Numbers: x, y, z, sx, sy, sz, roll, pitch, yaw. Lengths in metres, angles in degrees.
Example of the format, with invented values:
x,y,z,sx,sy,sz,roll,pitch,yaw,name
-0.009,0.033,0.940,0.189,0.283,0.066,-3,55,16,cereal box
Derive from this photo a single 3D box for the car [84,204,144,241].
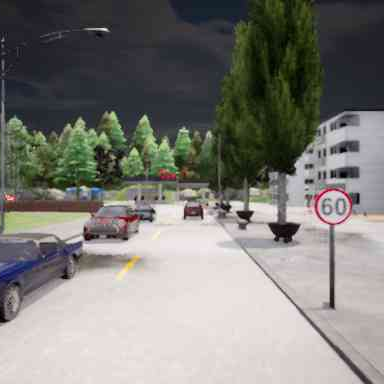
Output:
x,y,z,sx,sy,sz,roll,pitch,yaw,name
-4.081,1.468,17.483,2.097,1.767,4.553,0,0,0,car

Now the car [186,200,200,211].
x,y,z,sx,sy,sz,roll,pitch,yaw,name
0.115,1.826,45.834,1.812,1.442,4.674,0,0,1,car

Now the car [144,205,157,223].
x,y,z,sx,sy,sz,roll,pitch,yaw,name
-4.035,1.745,27.438,1.994,1.385,4.181,0,0,1,car

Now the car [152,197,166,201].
x,y,z,sx,sy,sz,roll,pitch,yaw,name
-8.955,2.002,89.979,3.633,1.501,1.845,0,0,0,car

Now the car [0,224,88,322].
x,y,z,sx,sy,sz,roll,pitch,yaw,name
-4.097,1.651,7.472,1.895,1.301,4.718,0,0,0,car

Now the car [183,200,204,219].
x,y,z,sx,sy,sz,roll,pitch,yaw,name
0.132,1.684,31.499,1.882,1.535,5.008,0,-1,0,car
